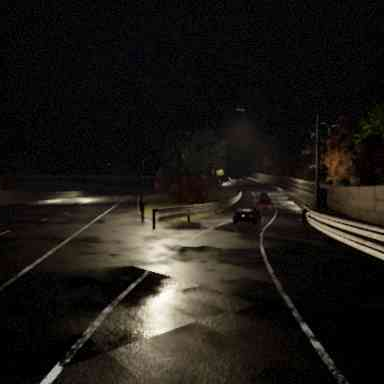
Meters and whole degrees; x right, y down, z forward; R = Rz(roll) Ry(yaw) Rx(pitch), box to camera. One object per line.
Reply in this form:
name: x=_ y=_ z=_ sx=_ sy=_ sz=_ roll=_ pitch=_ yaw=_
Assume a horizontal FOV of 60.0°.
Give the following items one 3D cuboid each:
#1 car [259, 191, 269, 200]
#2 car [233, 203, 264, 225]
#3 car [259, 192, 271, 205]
car: x=14.634 y=0.711 z=67.868 sx=1.812 sy=1.442 sz=4.674 roll=1 pitch=4 yaw=10
car: x=4.668 y=1.908 z=27.827 sx=2.033 sy=1.411 sz=5.357 roll=1 pitch=-1 yaw=17
car: x=12.656 y=1.343 z=57.968 sx=1.882 sy=1.535 sz=5.008 roll=1 pitch=3 yaw=11
